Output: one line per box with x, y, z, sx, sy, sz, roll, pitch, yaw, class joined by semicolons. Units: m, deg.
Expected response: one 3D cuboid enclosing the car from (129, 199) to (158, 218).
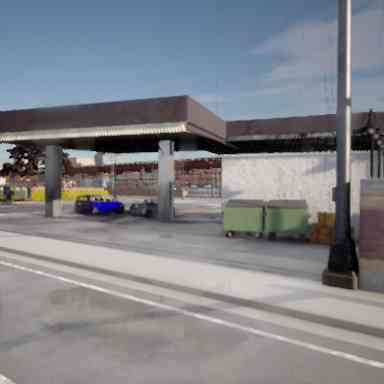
-3.287;1.299;27.630;1.970;1.475;3.806;1;0;37;car

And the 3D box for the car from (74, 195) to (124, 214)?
-8.361;1.089;30.426;2.242;1.667;4.611;1;0;37;car
